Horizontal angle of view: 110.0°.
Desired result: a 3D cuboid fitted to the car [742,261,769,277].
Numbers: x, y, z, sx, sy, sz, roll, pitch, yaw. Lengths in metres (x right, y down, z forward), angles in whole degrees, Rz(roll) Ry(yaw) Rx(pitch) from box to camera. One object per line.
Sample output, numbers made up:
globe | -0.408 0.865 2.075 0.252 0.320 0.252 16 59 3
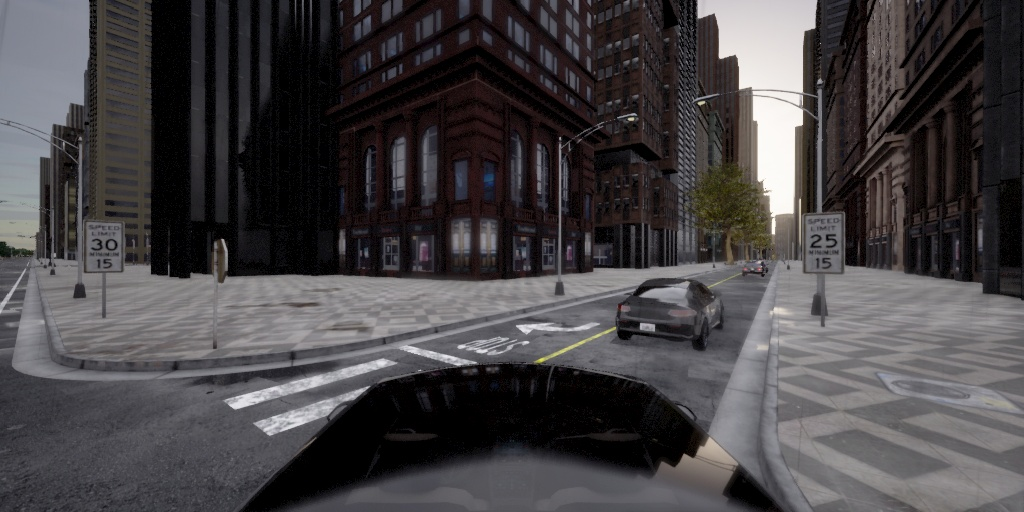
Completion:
car | 24.535 1.327 36.332 2.033 1.411 5.357 0 0 37

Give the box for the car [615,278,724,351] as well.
car | 4.126 1.280 9.120 1.812 1.442 4.674 0 0 37
